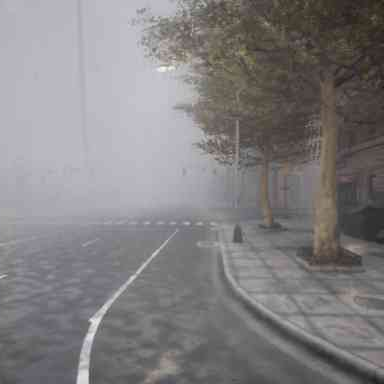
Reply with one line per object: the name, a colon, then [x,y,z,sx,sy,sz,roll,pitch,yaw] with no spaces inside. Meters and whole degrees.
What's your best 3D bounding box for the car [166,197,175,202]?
car: [-5.676,1.999,88.874,1.882,1.535,5.008,0,0,4]
